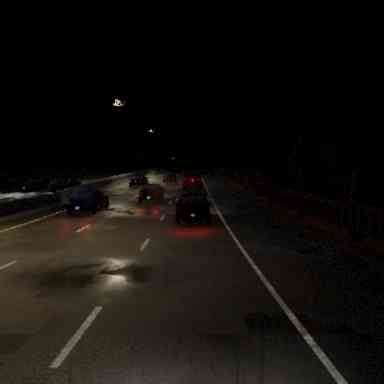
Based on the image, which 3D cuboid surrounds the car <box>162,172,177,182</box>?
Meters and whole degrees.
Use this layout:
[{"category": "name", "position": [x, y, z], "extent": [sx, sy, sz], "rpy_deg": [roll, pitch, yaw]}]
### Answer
[{"category": "car", "position": [-3.412, -2.357, 51.692], "extent": [1.812, 1.442, 4.674], "rpy_deg": [0, 6, 0]}]

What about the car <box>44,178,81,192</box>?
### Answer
[{"category": "car", "position": [-14.102, -0.869, 37.248], "extent": [2.033, 1.411, 5.357], "rpy_deg": [0, 6, 0]}]

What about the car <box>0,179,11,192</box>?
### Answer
[{"category": "car", "position": [-21.097, -0.818, 37.284], "extent": [1.895, 1.301, 4.718], "rpy_deg": [0, 6, 0]}]

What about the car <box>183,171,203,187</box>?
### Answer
[{"category": "car", "position": [0.089, -1.479, 40.026], "extent": [2.150, 2.045, 5.566], "rpy_deg": [0, 6, 0]}]

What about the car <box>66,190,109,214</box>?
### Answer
[{"category": "car", "position": [-6.904, 0.591, 22.283], "extent": [1.812, 1.442, 4.674], "rpy_deg": [0, 5, 0]}]

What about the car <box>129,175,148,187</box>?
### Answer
[{"category": "car", "position": [-6.910, -1.483, 43.290], "extent": [2.033, 1.411, 5.357], "rpy_deg": [0, 6, 0]}]

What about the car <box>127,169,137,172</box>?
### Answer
[{"category": "car", "position": [-14.018, -5.129, 77.827], "extent": [1.994, 1.385, 4.181], "rpy_deg": [0, 3, 0]}]

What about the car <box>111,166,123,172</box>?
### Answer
[{"category": "car", "position": [-17.518, -5.327, 77.844], "extent": [2.097, 1.767, 4.553], "rpy_deg": [0, 3, 0]}]

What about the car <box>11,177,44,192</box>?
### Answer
[{"category": "car", "position": [-17.596, -0.924, 37.238], "extent": [2.128, 1.511, 4.902], "rpy_deg": [0, 6, 0]}]

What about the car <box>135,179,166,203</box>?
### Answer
[{"category": "car", "position": [-3.406, 0.015, 28.347], "extent": [1.812, 1.442, 4.674], "rpy_deg": [0, 6, 0]}]

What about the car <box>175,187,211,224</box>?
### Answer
[{"category": "car", "position": [0.056, 0.796, 18.989], "extent": [1.882, 1.535, 5.008], "rpy_deg": [0, 5, 0]}]
